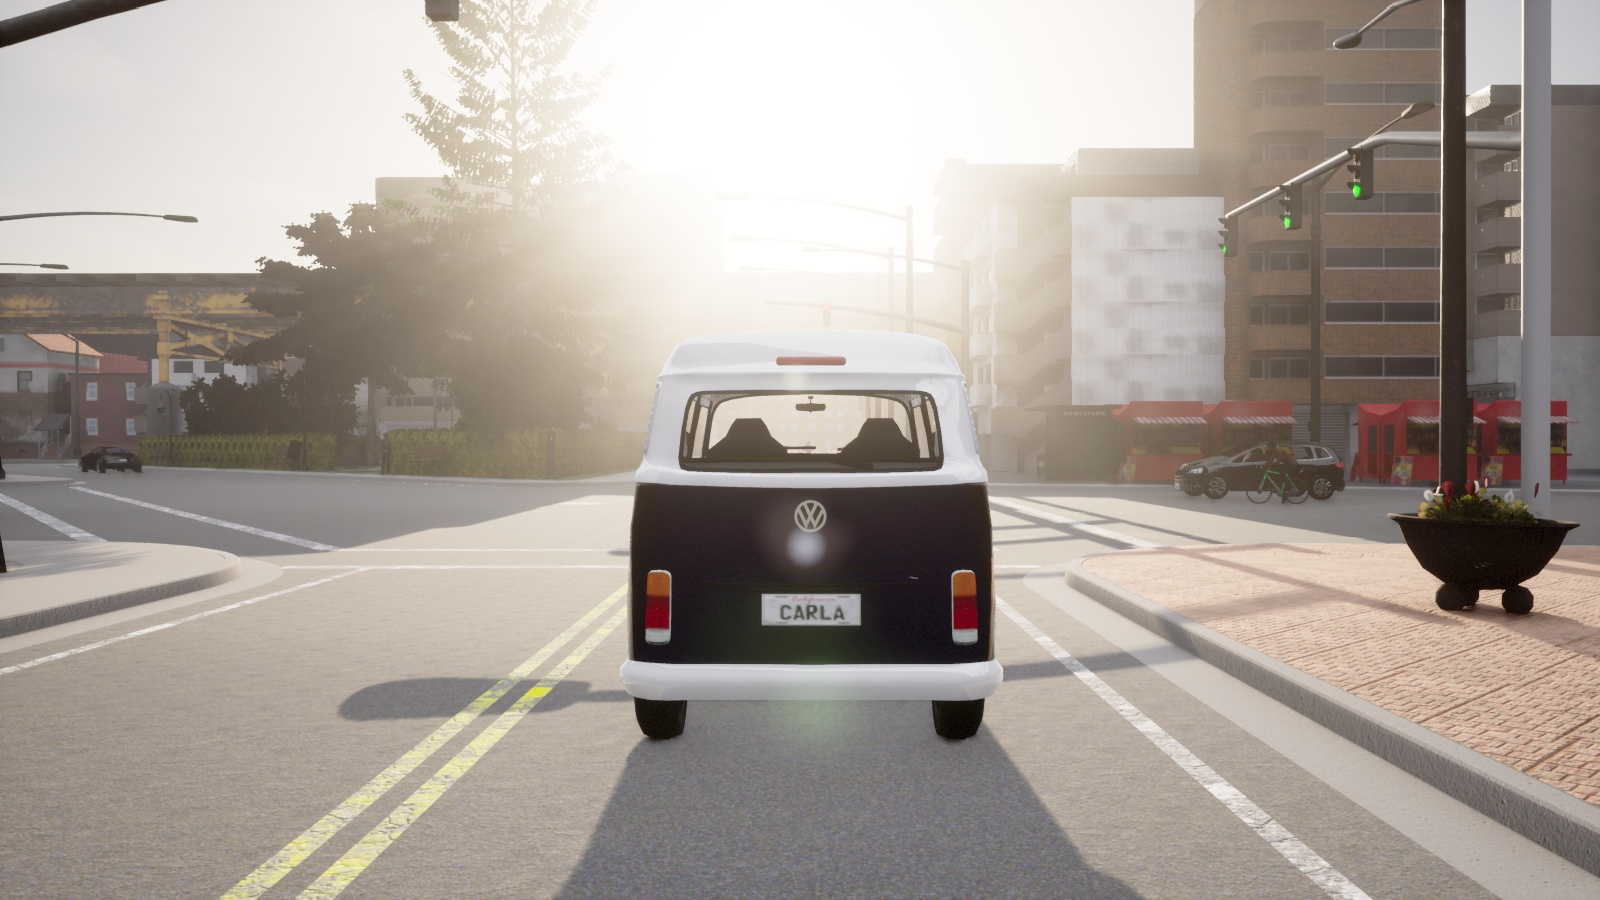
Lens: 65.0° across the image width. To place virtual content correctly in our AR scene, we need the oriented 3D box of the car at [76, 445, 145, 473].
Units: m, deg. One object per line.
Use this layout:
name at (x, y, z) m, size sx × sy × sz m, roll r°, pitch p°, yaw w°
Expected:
car at (-35.391, 0.418, 64.378) m, size 4.181 × 1.385 × 1.994 m, roll 0°, pitch 0°, yaw 45°

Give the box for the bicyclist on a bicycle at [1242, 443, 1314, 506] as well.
bicyclist on a bicycle at (12.392, 0.626, 32.583) m, size 1.656 × 1.620 × 0.582 m, roll 0°, pitch 0°, yaw 0°

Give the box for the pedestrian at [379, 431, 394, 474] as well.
pedestrian at (-17.222, 0.100, 52.292) m, size 0.328 × 1.805 × 0.869 m, roll 0°, pitch 0°, yaw -35°

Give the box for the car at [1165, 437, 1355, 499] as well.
car at (13.121, 0.503, 36.080) m, size 4.611 × 1.667 × 2.242 m, roll 1°, pitch 0°, yaw 0°

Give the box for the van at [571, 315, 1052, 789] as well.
van at (0.066, 0.427, 7.651) m, size 2.069 × 2.038 × 4.480 m, roll 0°, pitch 0°, yaw 0°
